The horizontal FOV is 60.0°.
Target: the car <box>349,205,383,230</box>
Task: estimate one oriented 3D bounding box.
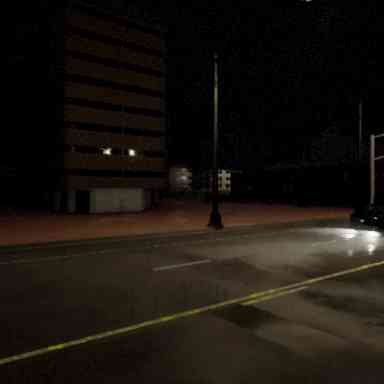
[{"bbox_3d":[11.642,1.511,20.770,4.181,1.385,1.994,0,0,-35],"label":"car"}]
